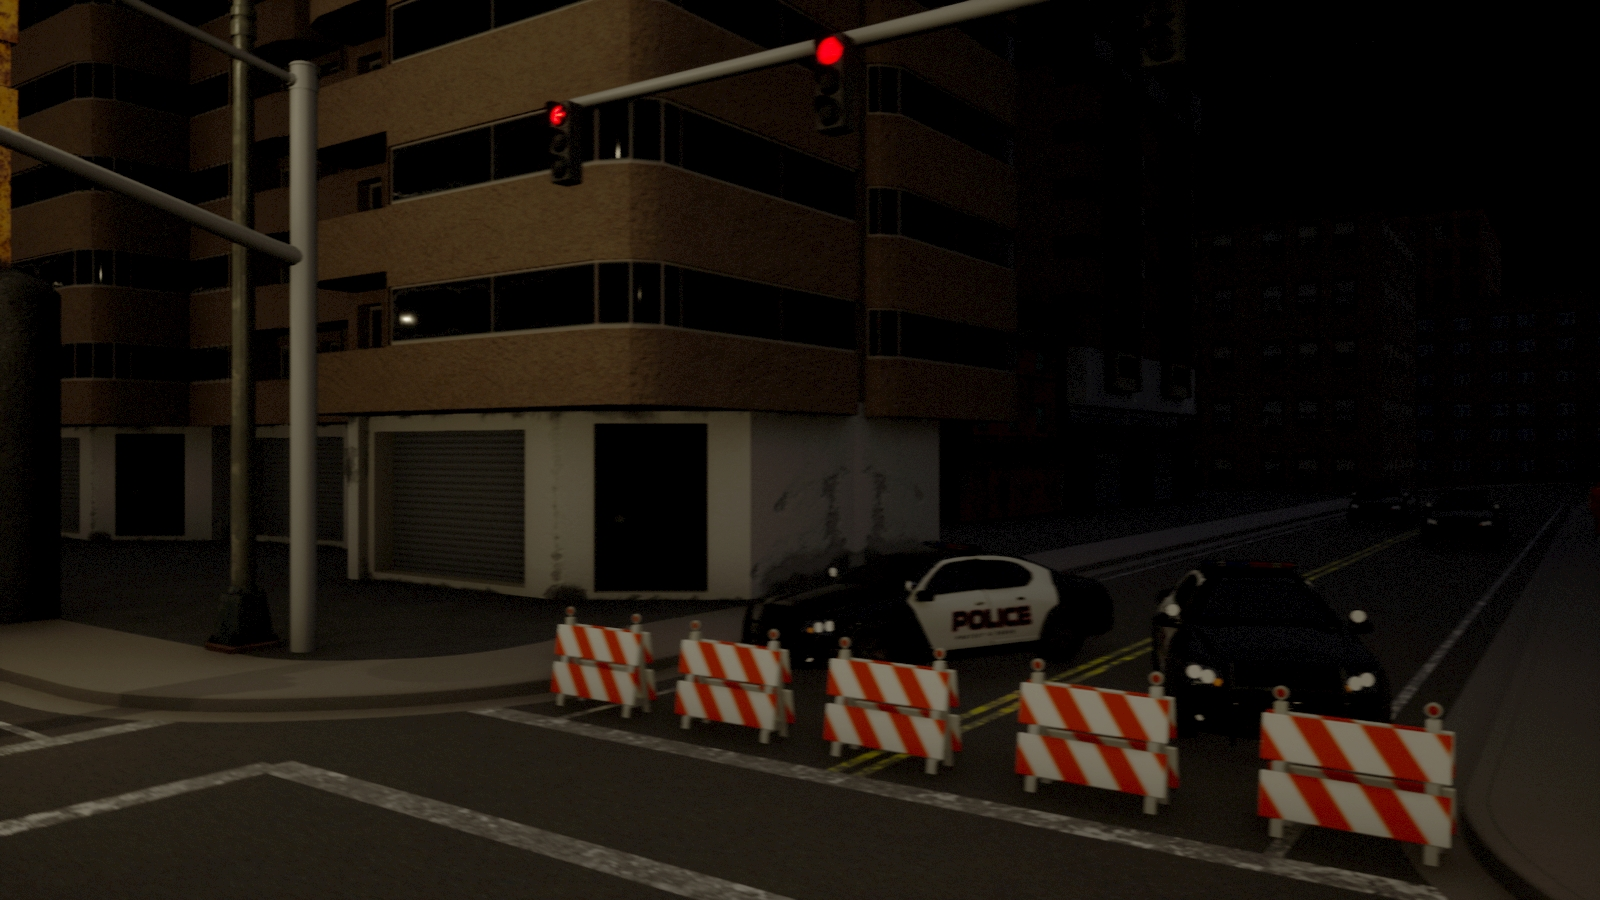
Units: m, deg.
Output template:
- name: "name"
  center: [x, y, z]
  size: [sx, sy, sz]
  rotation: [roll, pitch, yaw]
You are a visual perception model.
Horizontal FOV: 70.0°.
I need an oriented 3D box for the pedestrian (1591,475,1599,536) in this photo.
- name: "pedestrian"
  center: [24.506, 1.698, 35.064]
  size: [0.375, 1.860, 0.375]
  rotation: [0, 0, 34]
